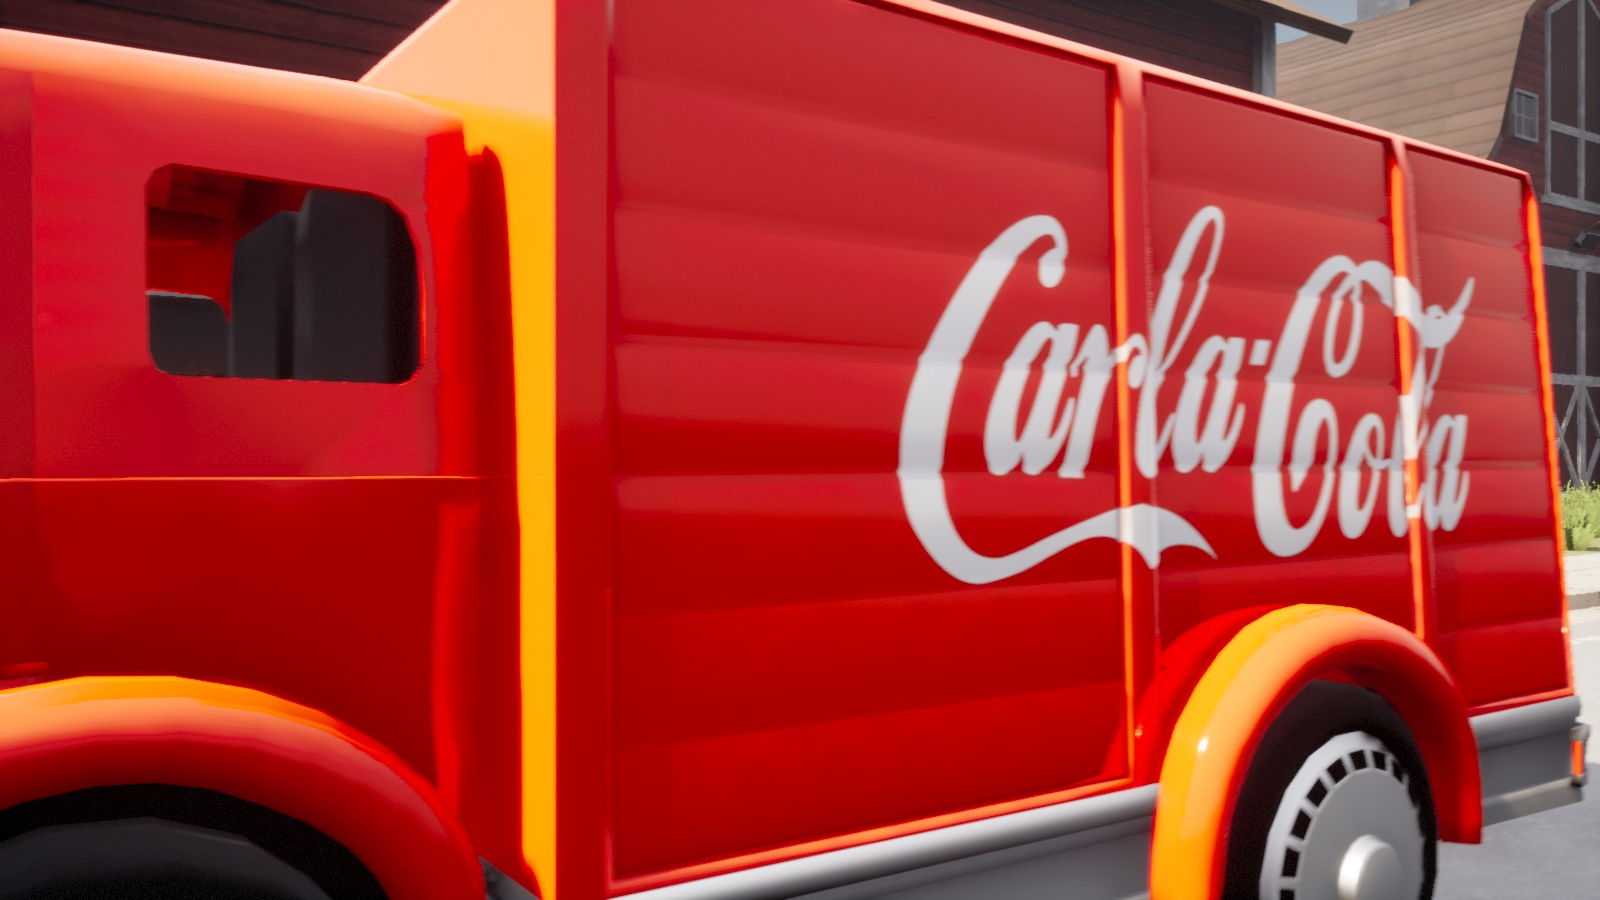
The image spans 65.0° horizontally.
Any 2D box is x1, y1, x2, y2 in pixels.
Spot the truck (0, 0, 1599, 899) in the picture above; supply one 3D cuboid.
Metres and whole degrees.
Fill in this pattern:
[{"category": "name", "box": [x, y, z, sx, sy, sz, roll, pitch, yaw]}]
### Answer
[{"category": "truck", "box": [-0.406, 0.266, 3.360, 5.204, 2.467, 2.627, 0, 0, -35]}]
